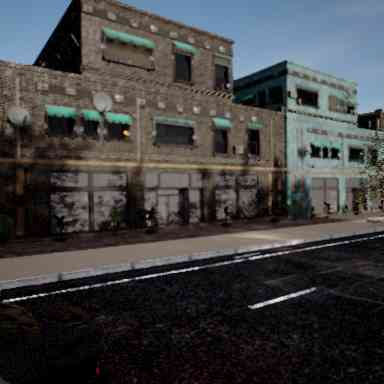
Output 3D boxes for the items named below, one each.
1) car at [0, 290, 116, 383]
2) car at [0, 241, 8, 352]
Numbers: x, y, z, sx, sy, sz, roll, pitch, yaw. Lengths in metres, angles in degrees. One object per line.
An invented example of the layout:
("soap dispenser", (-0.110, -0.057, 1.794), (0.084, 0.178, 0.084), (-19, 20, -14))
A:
("car", (-2.843, 1.516, 1.658), (4.892, 1.490, 1.837), (-1, 0, -35))
("car", (-5.041, 1.540, 4.082), (4.674, 1.442, 1.812), (-1, 0, -35))
